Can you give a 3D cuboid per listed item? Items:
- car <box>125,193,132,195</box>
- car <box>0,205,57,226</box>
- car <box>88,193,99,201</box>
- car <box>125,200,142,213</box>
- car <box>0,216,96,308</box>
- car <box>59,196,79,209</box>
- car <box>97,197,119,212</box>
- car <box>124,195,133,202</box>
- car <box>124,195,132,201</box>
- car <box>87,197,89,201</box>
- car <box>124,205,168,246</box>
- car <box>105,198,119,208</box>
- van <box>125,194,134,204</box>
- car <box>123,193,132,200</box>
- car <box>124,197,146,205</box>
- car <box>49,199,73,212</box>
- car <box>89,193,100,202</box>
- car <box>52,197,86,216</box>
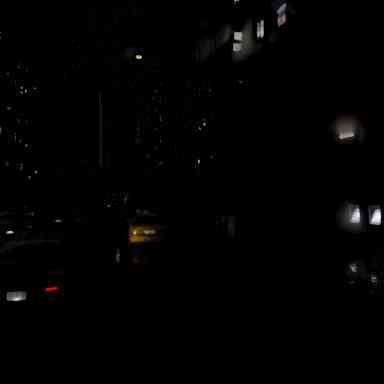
[{"bbox_3d":[-10.973,1.433,58.462,1.967,1.590,4.097,1,0,-12],"label":"car"},{"bbox_3d":[-8.241,1.568,16.280,1.994,1.385,4.181,0,0,-12],"label":"car"},{"bbox_3d":[-24.738,1.295,83.865,2.192,1.841,5.009,1,0,-12],"label":"car"},{"bbox_3d":[-6.521,1.584,36.752,1.802,1.307,4.206,1,0,-12],"label":"car"},{"bbox_3d":[-3.314,1.527,7.678,1.812,1.442,4.674,0,0,-12],"label":"car"},{"bbox_3d":[-16.945,1.441,45.872,1.967,1.590,4.097,1,0,-12],"label":"car"},{"bbox_3d":[-9.829,1.565,39.735,1.994,1.385,4.181,0,0,-11],"label":"car"},{"bbox_3d":[-14.315,1.425,74.745,1.967,1.590,4.097,1,0,-12],"label":"car"},{"bbox_3d":[-16.544,1.522,85.601,1.887,1.381,4.507,1,0,-12],"label":"car"},{"bbox_3d":[-19.174,1.540,56.727,1.887,1.381,4.507,1,0,-12],"label":"car"},{"bbox_3d":[-2.100,1.528,15.208,1.752,1.417,4.829,1,0,-12],"label":"car"},{"bbox_3d":[-11.879,1.598,49.521,1.895,1.301,4.718,0,0,-11],"label":"car"},{"bbox_3d":[-12.085,1.331,63.890,1.690,1.788,3.998,1,0,-12],"label":"van"},{"bbox_3d":[-17.653,1.288,91.028,2.192,1.841,5.009,1,0,-12],"label":"car"},{"bbox_3d":[-4.291,1.443,25.897,1.967,1.590,4.097,1,0,-12],"label":"car"},{"bbox_3d":[-15.833,1.547,40.444,1.887,1.381,4.507,1,0,-12],"label":"car"},{"bbox_3d":[-23.629,1.534,78.436,2.008,1.369,4.403,1,0,-12],"label":"car"},{"bbox_3d":[-11.195,1.482,30.753,1.882,1.535,5.008,0,1,-11],"label":"car"}]
